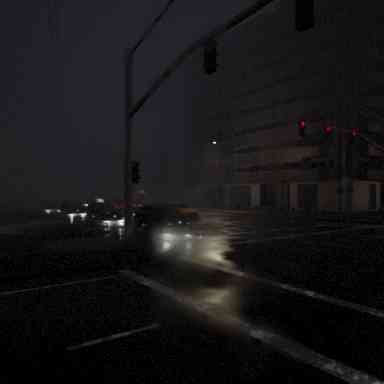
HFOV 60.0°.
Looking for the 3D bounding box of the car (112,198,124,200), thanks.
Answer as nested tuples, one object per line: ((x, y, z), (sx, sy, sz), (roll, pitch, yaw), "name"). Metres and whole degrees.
((-6.846, 1.421, 34.190), (2.097, 1.767, 4.553), (0, 0, -35), "car")

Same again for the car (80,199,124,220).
((-7.886, 1.613, 29.607), (2.033, 1.411, 5.357), (0, 0, -35), "car")

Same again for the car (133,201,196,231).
((-2.096, 1.571, 21.460), (1.837, 1.490, 4.892), (0, 0, -36), "car")

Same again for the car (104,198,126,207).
((-12.680, 1.677, 54.829), (1.895, 1.301, 4.718), (0, 0, -36), "car")

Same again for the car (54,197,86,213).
((-13.759, 1.613, 37.893), (2.033, 1.411, 5.357), (0, 0, -35), "car")

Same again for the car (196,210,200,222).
((-1.319, 1.546, 26.409), (1.882, 1.535, 5.008), (0, 0, -35), "car")

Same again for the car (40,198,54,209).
((-19.805, 1.544, 46.469), (1.882, 1.535, 5.008), (0, 0, -35), "car")

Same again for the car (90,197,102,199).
((-12.946, 1.617, 42.794), (2.033, 1.411, 5.357), (0, 0, -35), "car")

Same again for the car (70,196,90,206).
((-19.904, 1.564, 58.950), (2.128, 1.511, 4.902), (0, 0, -35), "car")

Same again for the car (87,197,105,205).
((-17.953, 1.602, 62.256), (1.812, 1.442, 4.674), (0, 0, -34), "car")
